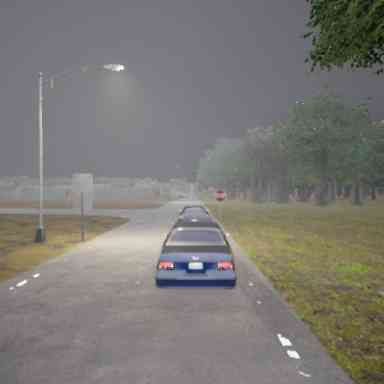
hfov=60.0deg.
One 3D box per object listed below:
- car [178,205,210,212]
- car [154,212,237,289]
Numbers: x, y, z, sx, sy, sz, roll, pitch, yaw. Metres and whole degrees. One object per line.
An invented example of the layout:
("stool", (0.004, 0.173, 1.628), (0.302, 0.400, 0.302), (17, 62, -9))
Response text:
("car", (0.123, 1.489, 19.874), (1.994, 1.385, 4.181), (0, 0, 0))
("car", (0.116, 1.505, 9.120), (2.033, 1.411, 5.357), (0, 0, 1))
